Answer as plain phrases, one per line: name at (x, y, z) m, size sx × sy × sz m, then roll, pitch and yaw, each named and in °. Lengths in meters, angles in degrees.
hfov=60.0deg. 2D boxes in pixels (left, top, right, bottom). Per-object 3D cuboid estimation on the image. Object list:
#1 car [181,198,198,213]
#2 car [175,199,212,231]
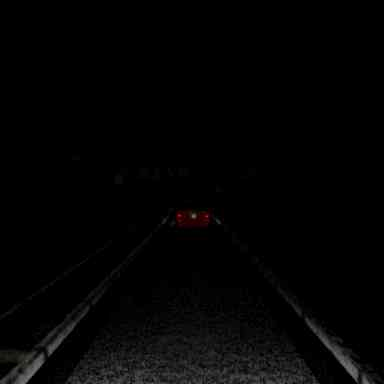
car at (-0.341, 1.542, 38.945) m, size 1.882 × 1.535 × 5.008 m, roll 0°, pitch 0°, yaw -2°
car at (0.071, 1.389, 20.804) m, size 2.097 × 1.767 × 4.553 m, roll 0°, pitch 0°, yaw 0°
